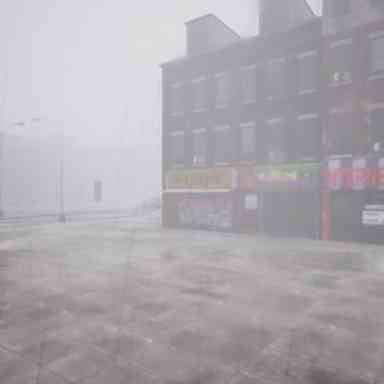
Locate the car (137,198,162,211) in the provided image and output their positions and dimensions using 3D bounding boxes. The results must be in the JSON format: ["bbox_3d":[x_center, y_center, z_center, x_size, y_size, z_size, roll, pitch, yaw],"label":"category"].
[{"bbox_3d":[-4.527,1.475,40.136,2.128,1.511,4.902,0,0,35],"label":"car"}]
